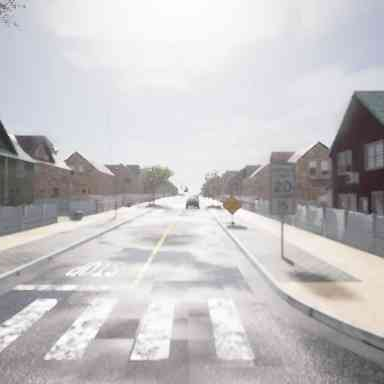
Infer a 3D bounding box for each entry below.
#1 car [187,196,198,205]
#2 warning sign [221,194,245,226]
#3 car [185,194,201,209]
[{"bbox_3d":[0.080,1.421,56.900,1.882,1.535,5.008,0,0,0],"label":"car"},{"bbox_3d":[2.488,1.087,20.558,1.300,1.860,1.060,-2,-2,0],"label":"warning sign"},{"bbox_3d":[0.088,1.451,45.313,1.837,1.490,4.892,0,0,0],"label":"car"}]
